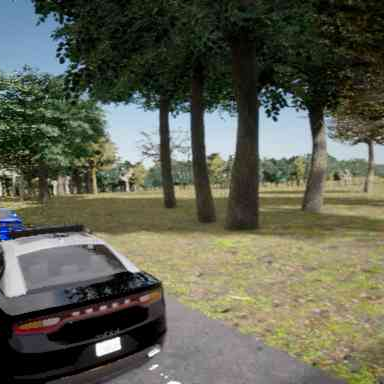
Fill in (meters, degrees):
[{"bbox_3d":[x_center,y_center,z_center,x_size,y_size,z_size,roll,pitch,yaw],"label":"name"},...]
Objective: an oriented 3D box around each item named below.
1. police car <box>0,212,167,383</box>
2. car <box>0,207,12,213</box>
[{"bbox_3d":[-2.380,1.342,5.433,1.930,1.638,5.238,-3,2,-36],"label":"police car"},{"bbox_3d":[-8.154,1.347,13.417,1.882,1.535,5.008,-2,2,-35],"label":"car"}]
